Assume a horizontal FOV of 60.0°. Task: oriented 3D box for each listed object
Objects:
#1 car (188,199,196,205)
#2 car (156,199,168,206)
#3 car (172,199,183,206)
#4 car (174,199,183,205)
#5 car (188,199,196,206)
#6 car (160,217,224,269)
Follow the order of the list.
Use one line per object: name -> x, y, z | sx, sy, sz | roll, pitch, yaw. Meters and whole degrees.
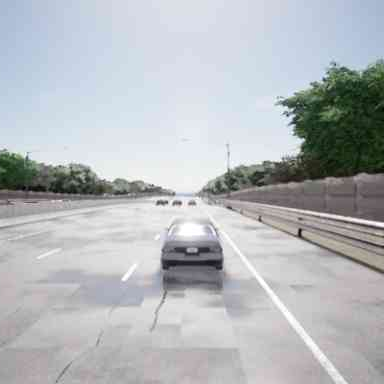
car -> 0.040, 2.516, 85.099 | 1.837, 1.490, 4.892 | 0, -2, 0
car -> -6.965, 2.319, 74.679 | 1.837, 1.490, 4.892 | 0, -2, 0
car -> -3.465, 2.358, 75.093 | 1.812, 1.442, 4.674 | 0, -2, 0
car -> -3.460, 2.569, 85.099 | 1.994, 1.385, 4.181 | 0, -2, 0
car -> 0.035, 2.430, 75.119 | 1.895, 1.301, 4.718 | 0, -2, 0
car -> 0.005, 1.554, 11.117 | 2.033, 1.411, 5.357 | 0, 0, 0
